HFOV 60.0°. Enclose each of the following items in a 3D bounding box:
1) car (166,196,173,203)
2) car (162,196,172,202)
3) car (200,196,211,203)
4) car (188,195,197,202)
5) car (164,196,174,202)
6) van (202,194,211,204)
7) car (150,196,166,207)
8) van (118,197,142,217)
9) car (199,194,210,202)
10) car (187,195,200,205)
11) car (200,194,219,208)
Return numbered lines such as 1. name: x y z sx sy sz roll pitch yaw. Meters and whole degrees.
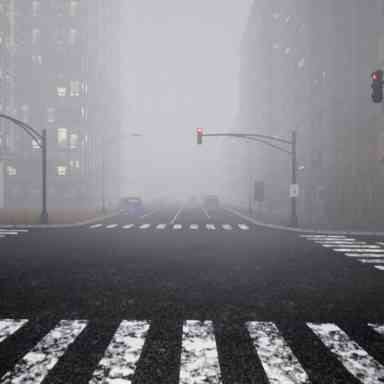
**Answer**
1. car: -5.618 1.469 69.502 1.967 1.590 4.097 0 0 0
2. car: -5.613 1.559 74.883 1.752 1.417 4.829 0 0 0
3. car: 2.763 1.580 69.494 2.008 1.369 4.403 0 0 0
4. car: 0.076 1.380 70.141 1.837 1.490 4.892 0 0 0
5. car: -5.606 1.590 80.604 2.008 1.369 4.403 0 0 0
6. van: 2.756 1.366 63.944 1.690 1.788 3.998 0 0 0
7. car: -5.635 1.543 52.679 1.752 1.417 4.829 0 0 0
8. van: -5.658 1.347 30.646 1.690 1.788 3.998 0 0 0
9. car: 2.768 1.349 75.045 2.192 1.841 5.009 0 0 0
10. car: 0.067 1.623 60.165 1.895 1.301 4.718 0 0 0
11. car: 2.739 1.330 47.291 2.192 1.841 5.009 0 0 0
